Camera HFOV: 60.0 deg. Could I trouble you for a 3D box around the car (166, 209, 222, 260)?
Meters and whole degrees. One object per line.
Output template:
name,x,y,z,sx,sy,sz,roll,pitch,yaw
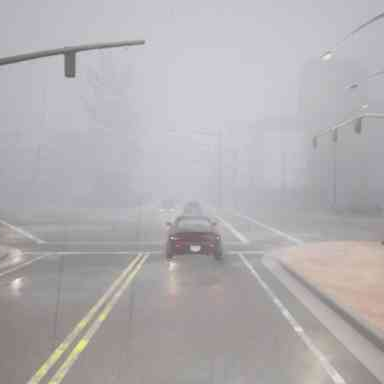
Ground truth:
car,0.006,1.571,12.446,1.812,1.442,4.674,0,0,-2

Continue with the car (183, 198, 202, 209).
car,0.126,1.658,35.595,1.812,1.442,4.674,0,0,0

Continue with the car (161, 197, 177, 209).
car,-3.543,1.682,49.099,1.812,1.442,4.674,0,0,0

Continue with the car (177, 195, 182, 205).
car,-3.482,1.681,64.005,1.882,1.535,5.008,0,0,1

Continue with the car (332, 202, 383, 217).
car,16.762,1.758,33.742,4.892,1.490,1.837,1,0,0
